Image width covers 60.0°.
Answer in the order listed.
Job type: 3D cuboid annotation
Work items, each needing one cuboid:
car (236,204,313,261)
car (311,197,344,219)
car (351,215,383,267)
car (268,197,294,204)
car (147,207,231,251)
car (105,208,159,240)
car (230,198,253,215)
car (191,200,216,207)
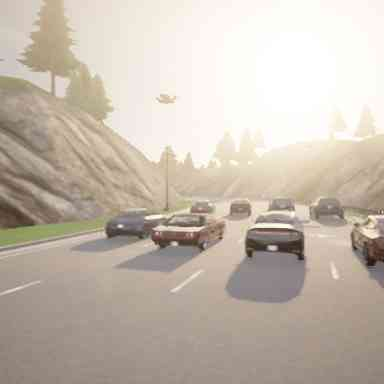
[{"bbox_3d":[3.149,1.428,12.115,2.128,1.511,4.902,0,0,19],"label":"car"},{"bbox_3d":[11.034,1.190,27.529,2.097,1.767,4.553,0,0,13],"label":"car"},{"bbox_3d":[6.359,1.454,10.691,1.812,1.442,4.674,0,0,19],"label":"car"},{"bbox_3d":[7.674,1.201,28.563,2.097,1.767,4.553,0,0,13],"label":"car"},{"bbox_3d":[0.099,1.544,14.012,1.895,1.301,4.718,0,0,19],"label":"car"},{"bbox_3d":[-2.607,1.507,16.990,1.994,1.385,4.181,0,0,18],"label":"car"},{"bbox_3d":[4.681,1.329,31.363,1.882,1.535,5.008,0,0,11],"label":"car"},{"bbox_3d":[1.138,1.431,31.478,1.994,1.385,4.181,0,0,11],"label":"car"}]
